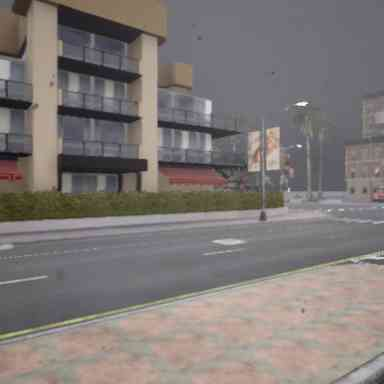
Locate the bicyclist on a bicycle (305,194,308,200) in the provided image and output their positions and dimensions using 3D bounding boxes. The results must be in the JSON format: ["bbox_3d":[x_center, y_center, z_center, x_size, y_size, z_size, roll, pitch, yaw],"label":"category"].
[{"bbox_3d":[21.599,1.175,62.129,1.656,1.620,0.582,-1,0,-35],"label":"bicyclist on a bicycle"}]
